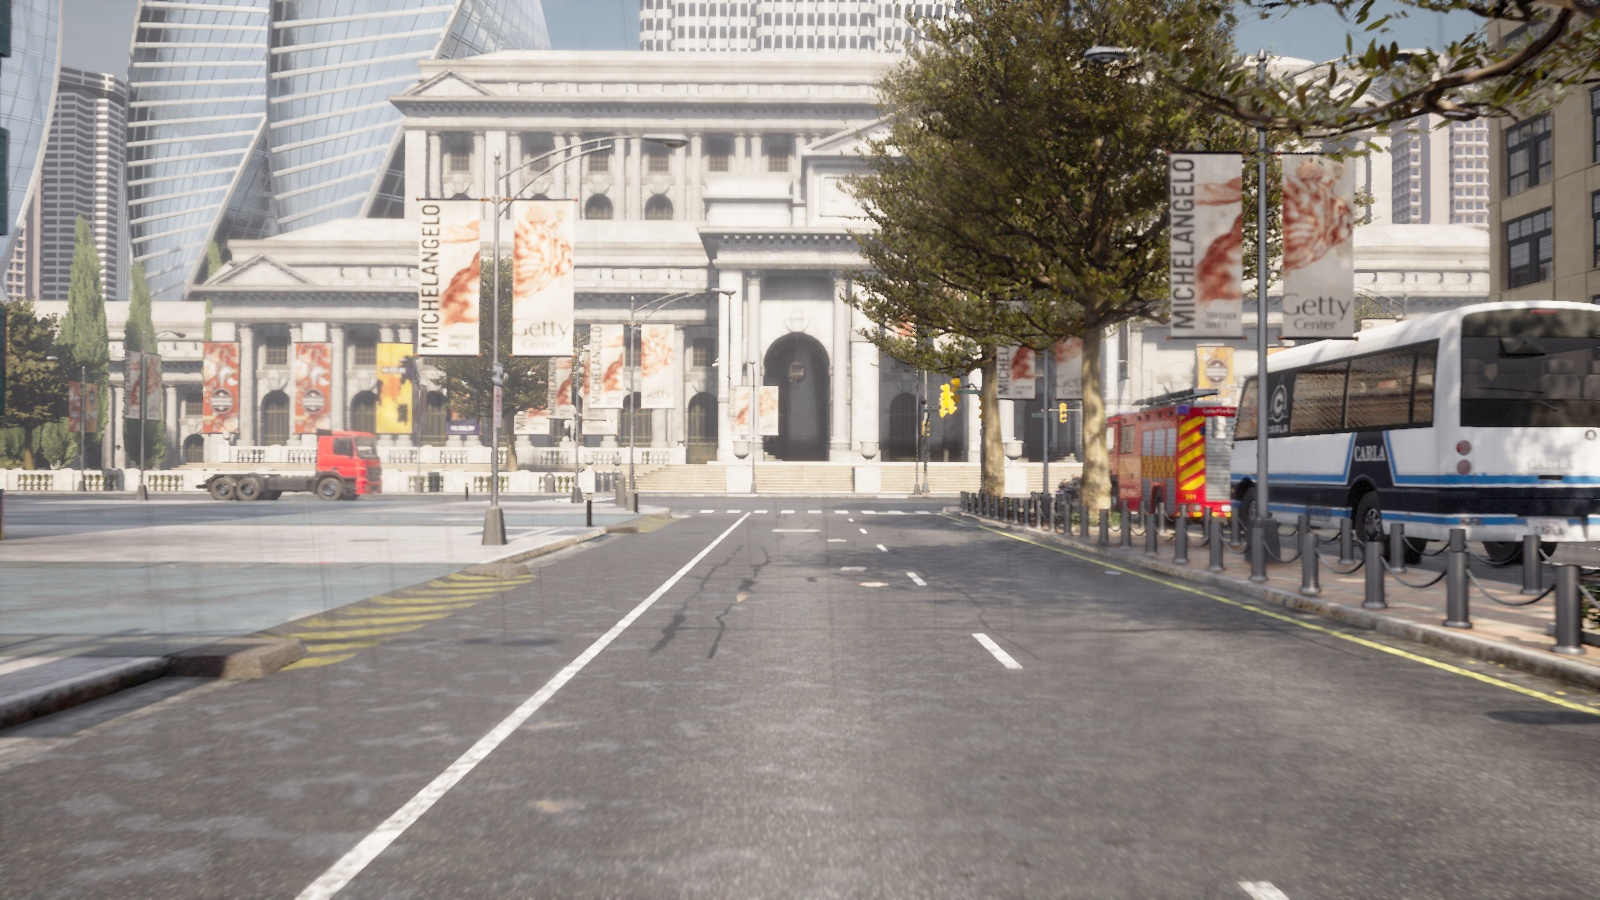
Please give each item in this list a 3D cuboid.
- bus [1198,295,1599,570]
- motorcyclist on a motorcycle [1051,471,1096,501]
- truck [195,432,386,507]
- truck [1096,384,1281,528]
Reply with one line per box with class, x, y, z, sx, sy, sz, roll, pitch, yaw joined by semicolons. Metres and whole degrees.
bus;11.435;-0.195;24.647;3.944;4.253;10.273;0;-1;0
motorcyclist on a motorcycle;14.546;1.911;66.888;2.191;1.530;0.866;0;-1;0
truck;-24.229;0.933;59.958;7.936;3.462;2.891;0;-1;0
truck;11.357;0.236;37.730;2.891;3.827;8.468;0;-1;0
